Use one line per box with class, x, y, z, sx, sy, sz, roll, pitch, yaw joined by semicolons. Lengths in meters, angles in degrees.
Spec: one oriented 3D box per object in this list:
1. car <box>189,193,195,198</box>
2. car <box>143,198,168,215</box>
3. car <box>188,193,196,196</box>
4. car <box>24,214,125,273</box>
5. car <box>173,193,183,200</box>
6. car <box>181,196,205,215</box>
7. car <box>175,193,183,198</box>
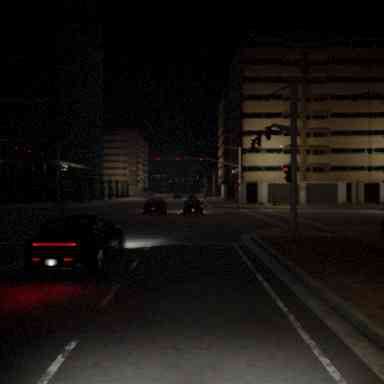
car;0.004;0.964;91.570;1.812;1.442;4.674;0;0;0
car;-3.403;1.316;31.551;1.882;1.535;5.008;0;0;0
car;0.004;1.079;82.446;1.837;1.490;4.892;0;0;0
car;-3.417;1.451;10.506;1.837;1.490;4.892;0;0;0
car;-3.496;0.936;82.143;2.097;1.767;4.553;0;0;0
car;0.087;1.367;30.996;1.812;1.442;4.674;0;0;0
car;-3.496;0.980;91.571;2.033;1.411;5.357;0;0;0
